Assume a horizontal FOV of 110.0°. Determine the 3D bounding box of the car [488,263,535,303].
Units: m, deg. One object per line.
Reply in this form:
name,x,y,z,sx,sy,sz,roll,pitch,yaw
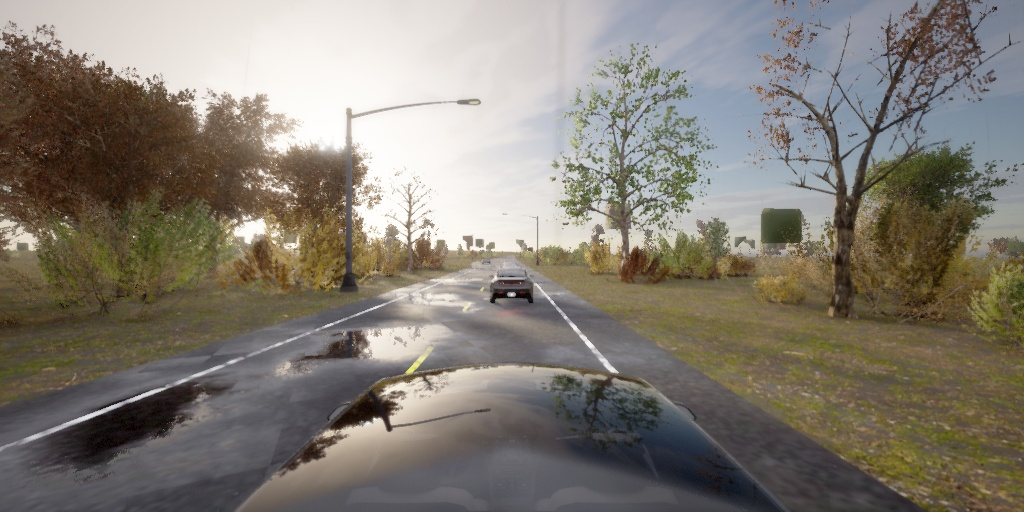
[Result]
car,-0.017,1.265,16.505,1.837,1.490,4.892,0,0,0
